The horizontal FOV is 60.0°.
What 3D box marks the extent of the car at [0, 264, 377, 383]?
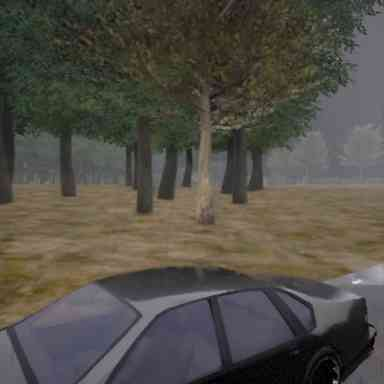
[{"bbox_3d":[-0.292,1.533,3.211,5.357,1.411,2.033,0,0,-36],"label":"car"}]
